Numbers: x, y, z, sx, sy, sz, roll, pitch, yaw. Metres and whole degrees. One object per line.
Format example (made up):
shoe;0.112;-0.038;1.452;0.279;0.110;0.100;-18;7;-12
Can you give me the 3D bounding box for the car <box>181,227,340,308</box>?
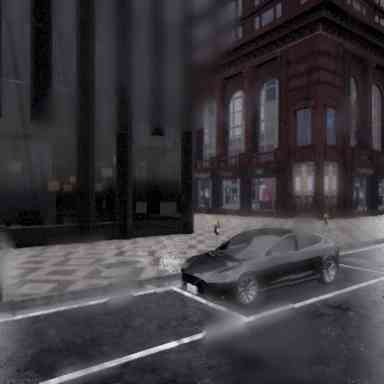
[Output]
car;1.775;1.563;7.912;4.313;1.339;1.947;0;0;-36
